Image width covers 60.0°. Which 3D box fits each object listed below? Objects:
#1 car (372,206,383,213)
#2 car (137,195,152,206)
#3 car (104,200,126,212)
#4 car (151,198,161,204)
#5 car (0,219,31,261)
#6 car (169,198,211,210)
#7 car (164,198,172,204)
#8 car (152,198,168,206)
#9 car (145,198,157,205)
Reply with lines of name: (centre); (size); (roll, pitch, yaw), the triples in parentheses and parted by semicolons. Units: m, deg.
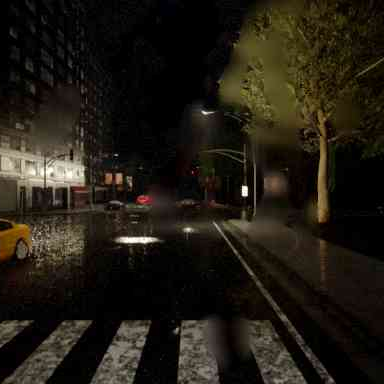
car: (41.785, 3.912, 74.357); (4.892, 1.490, 1.837); (4, -3, -45)
car: (-9.610, 1.683, 66.746); (2.150, 2.045, 5.566); (0, -1, 1)
car: (-9.750, 1.764, 42.301); (1.994, 1.385, 4.181); (0, 0, 0)
car: (-9.541, 2.306, 87.949); (2.033, 1.411, 5.357); (0, -1, 0)
car: (-6.580, 1.492, 9.596); (1.882, 1.535, 5.008); (0, 0, 0)
car: (-0.100, 1.784, 46.657); (5.357, 1.411, 2.033); (0, 0, 28)
car: (-6.290, 2.250, 88.359); (1.882, 1.535, 5.008); (0, -1, 0)
car: (-6.362, 1.987, 66.998); (1.812, 1.442, 4.674); (0, -1, 1)
car: (-9.567, 2.132, 77.289); (2.128, 1.511, 4.902); (0, -1, 0)
